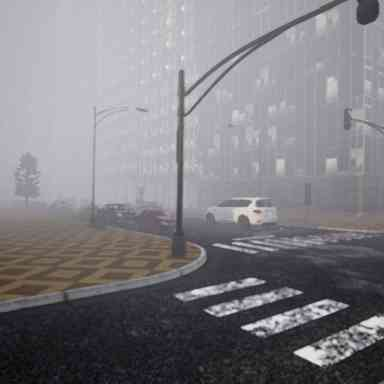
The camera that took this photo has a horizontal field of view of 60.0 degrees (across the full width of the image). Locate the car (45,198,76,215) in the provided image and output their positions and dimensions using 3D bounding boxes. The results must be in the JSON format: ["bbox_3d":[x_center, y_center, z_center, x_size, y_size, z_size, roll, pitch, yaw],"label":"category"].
[{"bbox_3d":[-15.040,1.735,38.174,1.967,1.590,4.097,1,-1,-35],"label":"car"}]

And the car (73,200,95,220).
[{"bbox_3d":[-8.428,1.710,28.719,1.752,1.417,4.829,1,-1,-35],"label":"car"}]

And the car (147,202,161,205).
[{"bbox_3d":[-4.915,1.827,38.318,1.967,1.590,4.097,1,-1,-35],"label":"car"}]

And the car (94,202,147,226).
[{"bbox_3d":[-5.268,1.572,24.202,1.967,1.590,4.097,1,-1,-35],"label":"car"}]

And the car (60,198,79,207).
[{"bbox_3d":[-24.460,2.030,66.263,2.192,1.841,5.009,1,-1,-35],"label":"car"}]

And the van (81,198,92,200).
[{"bbox_3d":[-17.945,1.946,56.948,1.690,1.788,3.998,1,-1,-35],"label":"van"}]

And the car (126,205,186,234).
[{"bbox_3d":[-2.011,1.659,19.543,1.802,1.307,4.206,1,-1,-35],"label":"car"}]

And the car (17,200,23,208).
[{"bbox_3d":[-28.069,2.059,56.802,1.887,1.381,4.507,1,-1,-35],"label":"car"}]

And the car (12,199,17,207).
[{"bbox_3d":[-31.328,2.119,61.458,2.008,1.369,4.403,1,-1,-35],"label":"car"}]

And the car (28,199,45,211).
[{"bbox_3d":[-21.555,1.955,47.487,2.008,1.369,4.403,1,-1,-35],"label":"car"}]

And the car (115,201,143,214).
[{"bbox_3d":[-8.270,1.968,43.113,1.752,1.417,4.829,1,-1,-35],"label":"car"}]

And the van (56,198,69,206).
[{"bbox_3d":[-27.717,2.110,70.920,1.690,1.788,3.998,1,-1,-35],"label":"van"}]

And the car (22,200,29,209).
[{"bbox_3d":[-24.812,2.025,52.144,1.947,1.339,4.313,1,-1,-35],"label":"car"}]

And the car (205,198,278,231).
[{"bbox_3d":[3.171,1.393,22.372,2.150,2.045,5.566,1,-1,-36],"label":"car"}]

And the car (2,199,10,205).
[{"bbox_3d":[-41.099,2.283,75.431,2.008,1.369,4.403,1,-1,-35],"label":"car"}]

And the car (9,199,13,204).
[{"bbox_3d":[-34.584,2.205,66.116,1.802,1.307,4.206,1,-1,-35],"label":"car"}]
